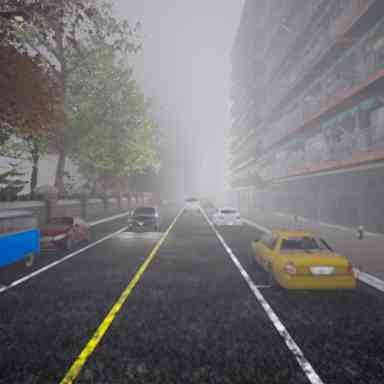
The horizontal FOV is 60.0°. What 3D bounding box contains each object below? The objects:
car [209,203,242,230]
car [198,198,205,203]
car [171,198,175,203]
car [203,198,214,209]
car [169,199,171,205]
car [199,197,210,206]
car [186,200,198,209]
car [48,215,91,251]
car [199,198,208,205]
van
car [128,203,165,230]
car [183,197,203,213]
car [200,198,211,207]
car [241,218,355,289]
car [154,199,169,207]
[{"bbox_3d":[2.342,1.734,22.670,1.812,1.442,4.674,0,-1,0],"label":"car"},{"bbox_3d":[2.646,2.365,93.469,1.967,1.590,4.097,0,-1,0],"label":"car"},{"bbox_3d":[-5.726,2.297,76.574,2.008,1.369,4.403,0,-1,0],"label":"car"},{"bbox_3d":[2.665,2.058,54.059,1.887,1.381,4.507,0,-1,0],"label":"car"},{"bbox_3d":[-5.722,2.070,65.314,1.967,1.590,4.097,0,-1,0],"label":"car"},{"bbox_3d":[2.656,2.003,70.950,2.192,1.841,5.009,0,-1,0],"label":"car"},{"bbox_3d":[-0.026,2.093,57.178,2.033,1.411,5.357,0,-1,0],"label":"car"},{"bbox_3d":[-5.697,1.716,14.644,1.802,1.307,4.206,0,-1,0],"label":"car"},{"bbox_3d":[2.654,2.186,76.580,1.967,1.590,4.097,0,-1,0],"label":"car"},{"bbox_3d":[-5.695,1.424,9.015,1.690,1.788,3.998,0,-1,0],"label":"van"},{"bbox_3d":[-3.110,1.713,22.634,1.837,1.490,4.892,0,-1,0],"label":"car"},{"bbox_3d":[0.002,1.628,43.165,2.150,2.045,5.566,0,0,0],"label":"car"},{"bbox_3d":[2.659,2.069,65.319,1.967,1.590,4.097,0,-1,0],"label":"car"},{"bbox_3d":[2.686,1.609,9.188,1.752,1.417,4.829,0,-1,0],"label":"car"},{"bbox_3d":[-5.719,2.012,59.686,1.967,1.590,4.097,0,-1,0],"label":"car"}]
